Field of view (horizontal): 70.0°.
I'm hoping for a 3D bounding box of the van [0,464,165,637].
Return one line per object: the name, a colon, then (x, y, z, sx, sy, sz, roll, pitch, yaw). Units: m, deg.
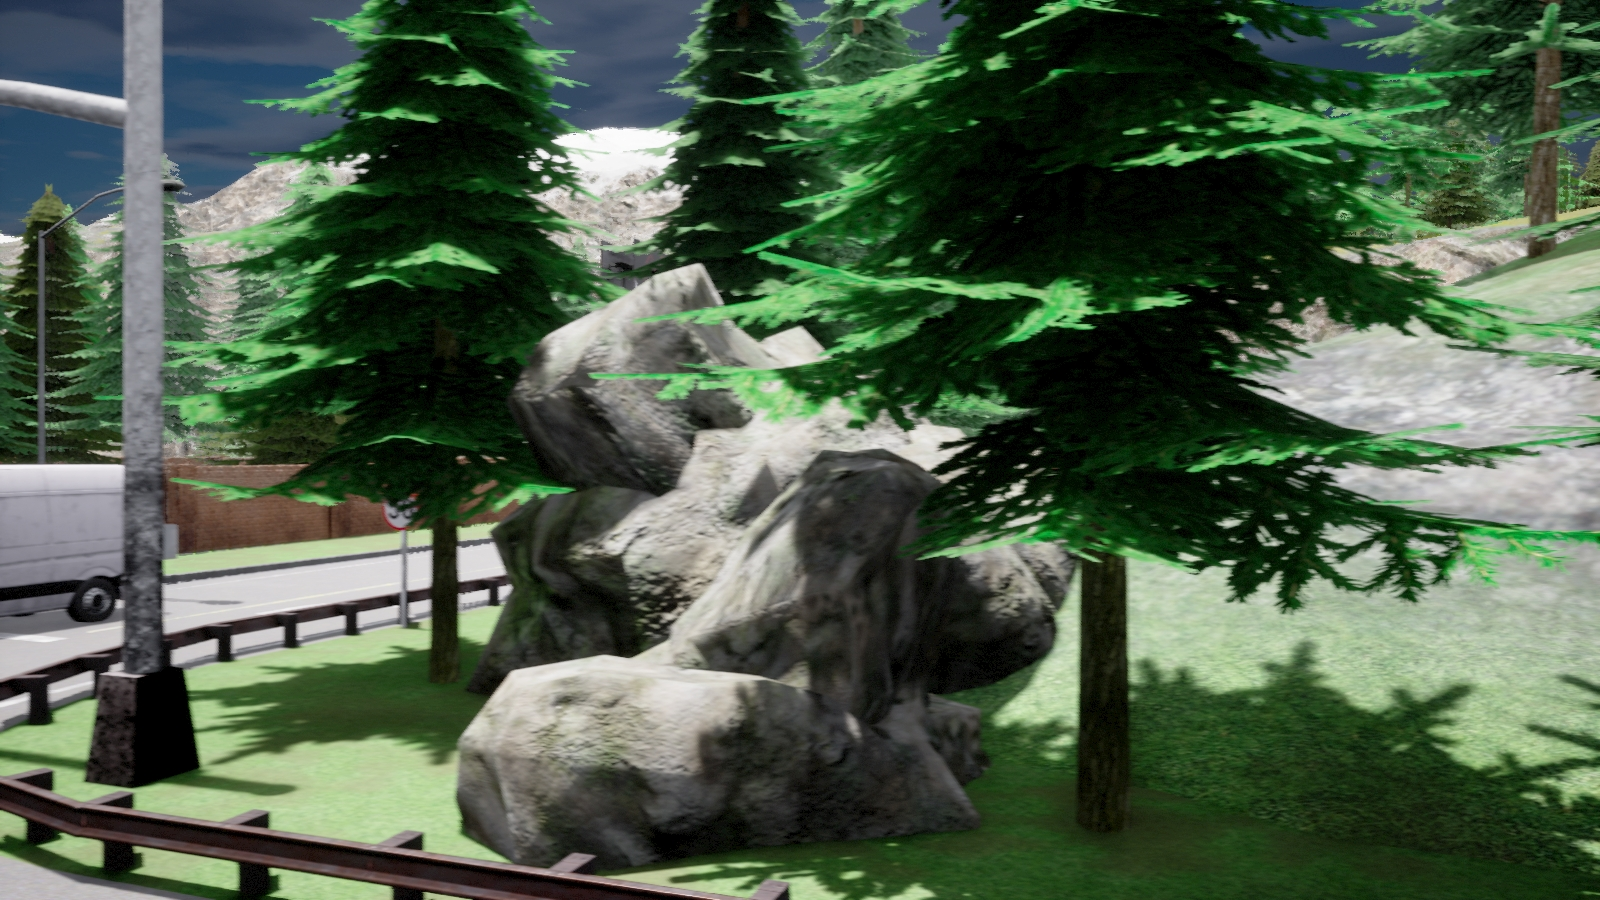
van: (-12.925, 1.515, 17.239, 1.988, 2.561, 5.915, 0, 0, 22)
